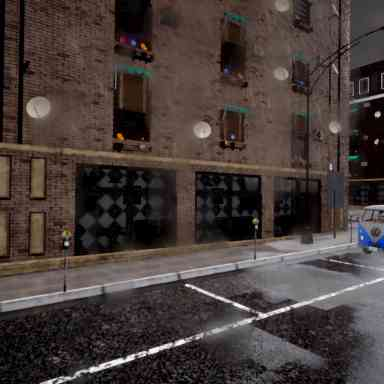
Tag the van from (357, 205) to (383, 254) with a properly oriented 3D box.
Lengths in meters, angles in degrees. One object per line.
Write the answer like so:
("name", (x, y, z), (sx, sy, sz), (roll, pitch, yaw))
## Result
("van", (7.635, 1.345, 12.093), (3.998, 1.788, 1.690), (0, 1, -35))
